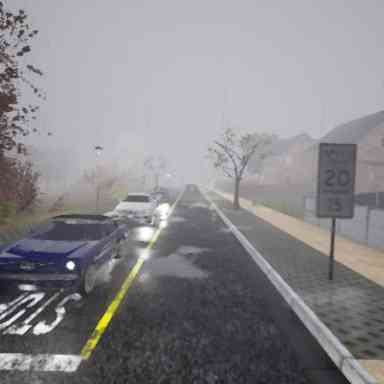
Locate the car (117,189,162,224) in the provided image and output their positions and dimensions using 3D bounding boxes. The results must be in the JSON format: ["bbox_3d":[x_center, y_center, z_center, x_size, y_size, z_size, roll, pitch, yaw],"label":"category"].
[{"bbox_3d":[-2.898,0.771,17.914,1.812,1.442,4.674,2,2,-1],"label":"car"}]

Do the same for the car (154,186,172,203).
[{"bbox_3d":[-2.938,0.152,32.148,2.128,1.511,4.902,2,2,0],"label":"car"}]

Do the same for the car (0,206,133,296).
[{"bbox_3d":[-2.854,1.258,7.946,1.895,1.301,4.718,2,2,0],"label":"car"}]

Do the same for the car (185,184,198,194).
[{"bbox_3d":[-0.101,-0.514,53.238,1.895,1.301,4.718,2,2,0],"label":"car"}]

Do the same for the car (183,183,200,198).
[{"bbox_3d":[-0.044,-0.308,41.987,2.097,1.767,4.553,2,2,0],"label":"car"}]
